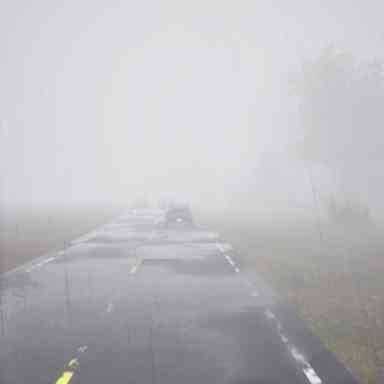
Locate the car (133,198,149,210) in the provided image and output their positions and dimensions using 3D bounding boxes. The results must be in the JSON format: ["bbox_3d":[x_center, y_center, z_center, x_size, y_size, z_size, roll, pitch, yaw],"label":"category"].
[{"bbox_3d":[-6.616,1.485,43.389,1.882,1.535,5.008,0,0,-9],"label":"car"}]

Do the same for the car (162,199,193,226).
[{"bbox_3d":[-0.981,1.506,23.311,1.837,1.490,4.892,0,0,-5],"label":"car"}]

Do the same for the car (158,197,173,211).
[{"bbox_3d":[-3.162,1.356,41.796,2.097,1.767,4.553,0,0,-8],"label":"car"}]
